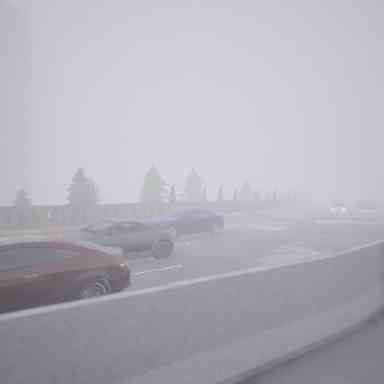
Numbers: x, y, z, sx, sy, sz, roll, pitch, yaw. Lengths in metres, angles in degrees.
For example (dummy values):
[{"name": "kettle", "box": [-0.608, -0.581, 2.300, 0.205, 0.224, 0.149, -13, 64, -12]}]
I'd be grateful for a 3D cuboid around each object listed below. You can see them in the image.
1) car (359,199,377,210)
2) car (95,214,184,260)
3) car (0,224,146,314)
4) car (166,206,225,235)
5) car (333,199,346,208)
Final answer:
[{"name": "car", "box": [23.427, 1.669, 44.498, 1.994, 1.385, 4.181, 0, 0, 25]}, {"name": "car", "box": [-2.634, 1.613, 11.031, 4.181, 1.385, 1.994, 0, 0, -39]}, {"name": "car", "box": [-3.383, 1.558, 6.018, 4.674, 1.442, 1.812, 0, 0, -37]}, {"name": "car", "box": [-0.383, 1.544, 17.523, 5.008, 1.535, 1.882, 0, 0, -43]}, {"name": "car", "box": [23.060, 1.734, 52.032, 1.895, 1.301, 4.718, 0, 0, 25]}]
